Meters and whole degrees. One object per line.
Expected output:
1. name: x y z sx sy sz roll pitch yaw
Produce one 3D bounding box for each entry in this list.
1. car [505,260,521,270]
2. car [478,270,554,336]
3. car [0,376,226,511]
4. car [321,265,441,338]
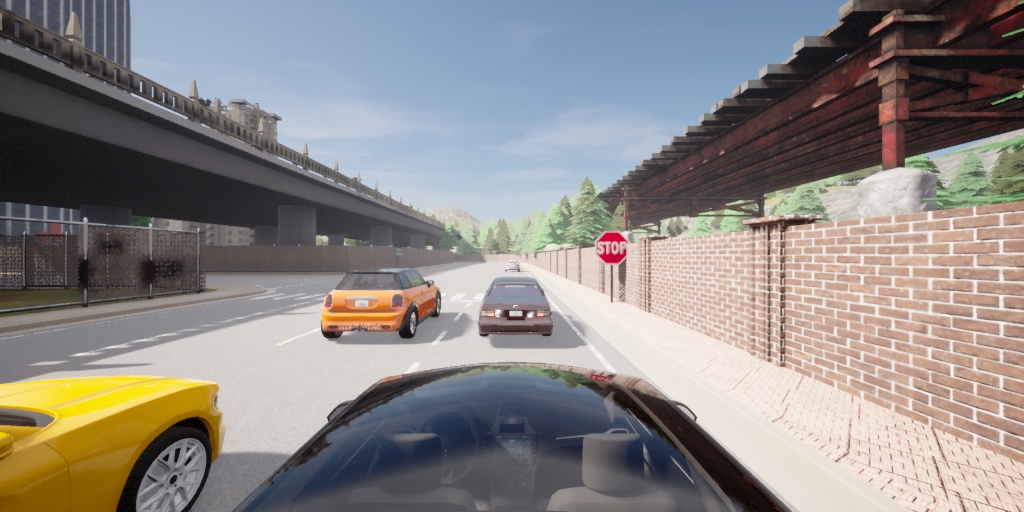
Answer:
1. car: 0.083 1.276 46.187 1.812 1.442 4.674 0 0 -1
2. car: 0.082 1.297 10.304 2.033 1.411 5.357 0 0 0
3. car: -3.396 1.228 1.025 1.882 1.535 5.008 0 0 0
4. car: -3.419 1.102 10.283 2.097 1.767 4.553 0 0 0
